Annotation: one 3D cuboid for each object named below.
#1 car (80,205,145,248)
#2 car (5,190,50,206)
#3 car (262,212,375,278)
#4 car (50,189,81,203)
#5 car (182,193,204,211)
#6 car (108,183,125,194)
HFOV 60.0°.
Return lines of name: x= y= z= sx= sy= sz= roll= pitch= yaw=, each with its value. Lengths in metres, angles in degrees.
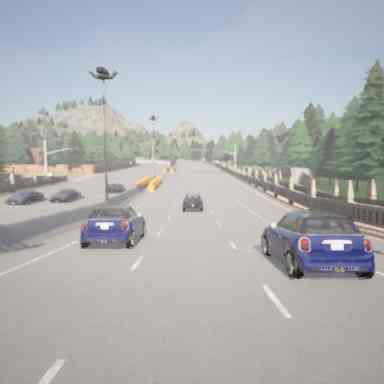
car: x=-3.406 y=1.361 z=15.098 sx=2.097 sy=1.767 sz=4.553 roll=0 pitch=1 yaw=0
car: x=-17.604 y=0.528 z=35.335 sx=2.033 sy=1.411 sz=5.357 roll=0 pitch=5 yaw=0
car: x=3.595 y=1.377 z=10.348 sx=2.097 sy=1.767 sz=4.553 roll=0 pitch=0 yaw=0
car: x=-14.095 y=0.349 z=37.255 sx=2.033 sy=1.411 sz=5.357 roll=0 pitch=6 yaw=0
car: x=0.088 y=0.815 z=31.190 sx=2.128 sy=1.511 sz=4.902 roll=0 pitch=4 yaw=0
car: x=-10.574 y=-0.578 z=45.883 sx=1.994 sy=1.385 sz=4.181 roll=0 pitch=6 yaw=1
